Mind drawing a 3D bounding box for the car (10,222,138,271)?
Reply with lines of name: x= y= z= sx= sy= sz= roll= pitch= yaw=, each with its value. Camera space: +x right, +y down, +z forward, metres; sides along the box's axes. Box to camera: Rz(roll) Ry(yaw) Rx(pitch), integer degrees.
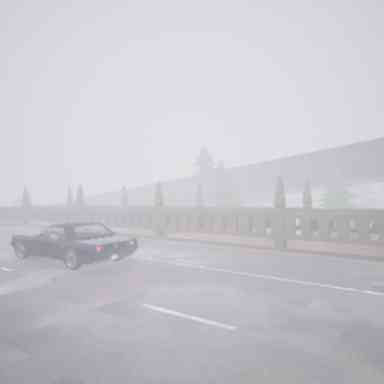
car: x=-4.131 y=1.672 z=11.234 sx=4.718 sy=1.301 sz=1.895 roll=-1 pitch=0 yaw=35
